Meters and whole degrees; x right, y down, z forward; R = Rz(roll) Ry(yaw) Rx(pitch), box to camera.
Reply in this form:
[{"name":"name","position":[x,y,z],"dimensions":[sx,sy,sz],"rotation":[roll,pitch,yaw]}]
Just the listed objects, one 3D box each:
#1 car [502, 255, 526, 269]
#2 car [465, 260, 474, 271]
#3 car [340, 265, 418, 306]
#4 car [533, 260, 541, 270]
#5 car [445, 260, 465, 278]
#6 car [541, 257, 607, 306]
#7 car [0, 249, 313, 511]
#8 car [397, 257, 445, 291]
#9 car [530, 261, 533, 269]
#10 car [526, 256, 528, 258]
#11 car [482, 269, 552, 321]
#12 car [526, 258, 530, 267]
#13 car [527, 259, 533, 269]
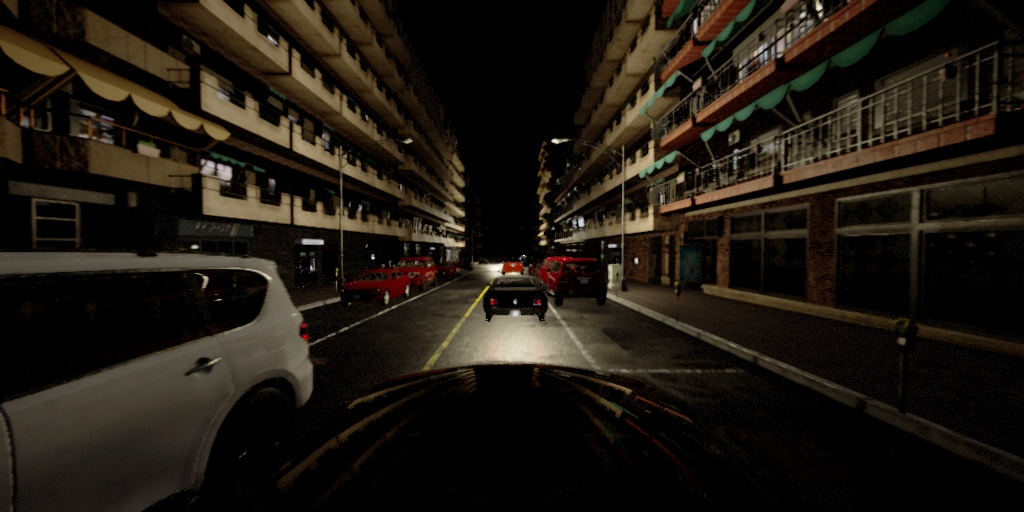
[{"name":"car","position":[0.094,0.963,37.406],"dimensions":[2.097,1.767,4.553],"rotation":[0,0,0]},{"name":"car","position":[-5.698,1.149,43.733],"dimensions":[1.948,1.339,4.313],"rotation":[0,0,0]},{"name":"car","position":[-5.694,1.245,15.409],"dimensions":[1.888,1.381,4.507],"rotation":[0,0,0]},{"name":"car","position":[2.653,0.992,21.134],"dimensions":[2.192,1.841,5.009],"rotation":[0,0,0]},{"name":"car","position":[-5.696,1.177,32.402],"dimensions":[1.888,1.381,4.507],"rotation":[0,0,0]},{"name":"car","position":[2.654,1.014,15.469],"dimensions":[2.192,1.841,5.009],"rotation":[0,0,0]},{"name":"car","position":[-3.101,0.976,1.386],"dimensions":[2.150,2.045,5.566],"rotation":[0,0,0]},{"name":"car","position":[-5.695,0.992,21.072],"dimensions":[2.192,1.841,5.009],"rotation":[0,0,0]},{"name":"car","position":[2.652,1.221,26.798],"dimensions":[1.948,1.339,4.313],"rotation":[0,0,0]},{"name":"car","position":[2.683,1.099,55.120],"dimensions":[1.948,1.339,4.313],"rotation":[0,0,0]},{"name":"car","position":[0.098,1.313,12.270],"dimensions":[1.895,1.301,4.718],"rotation":[0,0,0]},{"name":"car","position":[2.656,1.174,38.127],"dimensions":[1.948,1.339,4.313],"rotation":[0,0,0]},{"name":"car","position":[2.652,1.177,32.463],"dimensions":[1.888,1.381,4.507],"rotation":[0,0,0]}]
